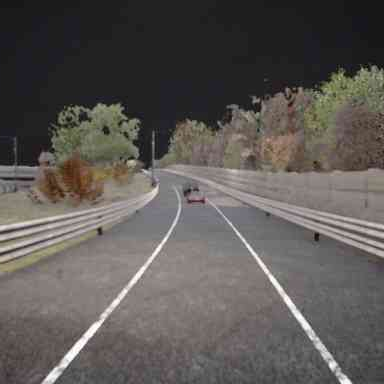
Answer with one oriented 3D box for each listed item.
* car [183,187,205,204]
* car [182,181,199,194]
[{"bbox_3d":[0.386,0.535,37.257,1.994,1.385,4.181,0,4,-3],"label":"car"},{"bbox_3d":[-0.208,-0.546,47.507,2.150,2.045,5.566,0,5,-5],"label":"car"}]
